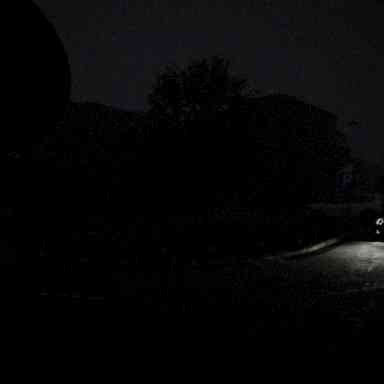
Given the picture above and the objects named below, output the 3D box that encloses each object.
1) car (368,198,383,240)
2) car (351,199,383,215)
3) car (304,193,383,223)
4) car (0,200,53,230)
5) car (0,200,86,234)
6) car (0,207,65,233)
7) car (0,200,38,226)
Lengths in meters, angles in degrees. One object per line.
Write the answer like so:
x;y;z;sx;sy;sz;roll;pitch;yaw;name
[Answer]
10.063;1.258;15.363;2.097;1.767;4.553;-1;0;43;car
17.308;1.356;30.706;4.674;1.452;2.002;-2;-1;24;car
11.053;1.157;24.183;5.566;2.045;2.435;-2;-1;24;car
-13.751;1.650;25.512;2.435;2.045;5.566;-1;-1;22;car
-9.367;1.547;21.588;2.435;2.045;5.566;-1;-1;22;car
-11.547;1.879;23.519;2.163;1.488;4.792;-1;-1;22;car
-15.939;1.701;27.504;2.435;2.045;5.566;-1;-1;22;car
